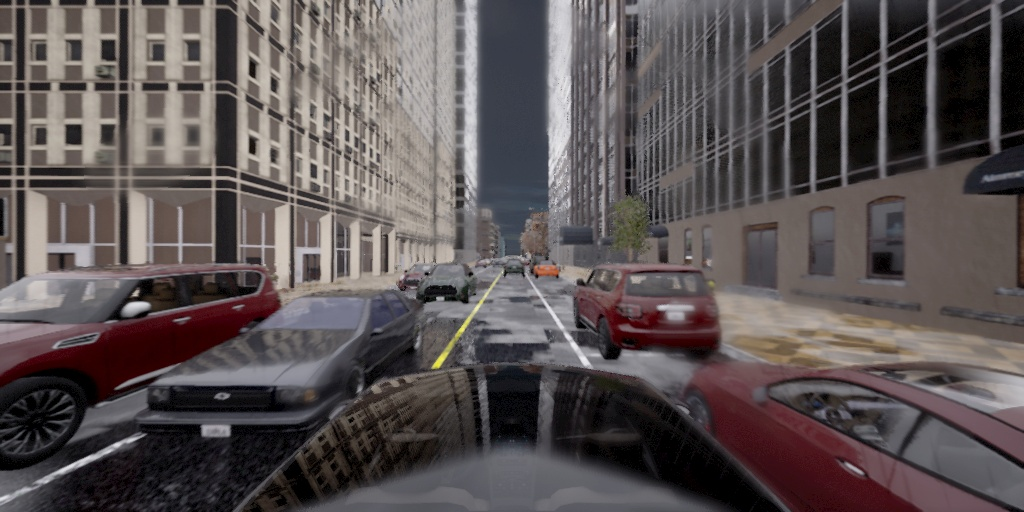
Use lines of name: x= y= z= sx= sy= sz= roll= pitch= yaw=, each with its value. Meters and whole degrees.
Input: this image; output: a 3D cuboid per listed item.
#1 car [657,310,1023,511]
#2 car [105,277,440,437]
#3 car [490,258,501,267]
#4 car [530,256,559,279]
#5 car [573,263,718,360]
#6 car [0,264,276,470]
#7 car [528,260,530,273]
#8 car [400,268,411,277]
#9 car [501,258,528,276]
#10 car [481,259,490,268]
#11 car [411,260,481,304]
car: x=2.687 y=1.340 z=2.260 sx=1.802 sy=1.307 sz=4.207 roll=0 pitch=0 yaw=0
car: x=-2.844 y=1.289 z=6.104 sx=2.033 sy=1.411 sz=5.357 roll=0 pitch=0 yaw=0
car: x=-2.558 y=1.291 z=64.725 sx=1.994 sy=1.385 sz=4.181 roll=0 pitch=0 yaw=1
car: x=3.094 y=1.108 z=33.180 sx=2.097 sy=1.767 sz=4.553 roll=0 pitch=0 yaw=0
car: x=2.709 y=1.072 z=8.299 sx=2.192 sy=1.841 sz=5.009 roll=0 pitch=0 yaw=0
car: x=-5.442 y=1.049 z=5.020 sx=2.192 sy=1.841 sz=5.009 roll=0 pitch=0 yaw=0
car: x=3.112 y=0.982 z=40.240 sx=2.150 sy=2.045 sz=5.566 roll=0 pitch=0 yaw=0
car: x=-5.319 y=1.173 z=21.389 sx=1.967 sy=1.591 sz=4.097 roll=0 pitch=0 yaw=0
car: x=0.216 y=1.098 z=36.401 sx=2.097 sy=1.767 sz=4.553 roll=0 pitch=0 yaw=0
car: x=-5.118 y=1.307 z=59.710 sx=1.802 sy=1.307 sz=4.207 roll=0 pitch=0 yaw=0
car: x=-2.796 y=1.093 z=16.302 sx=2.097 sy=1.767 sz=4.553 roll=0 pitch=0 yaw=0
